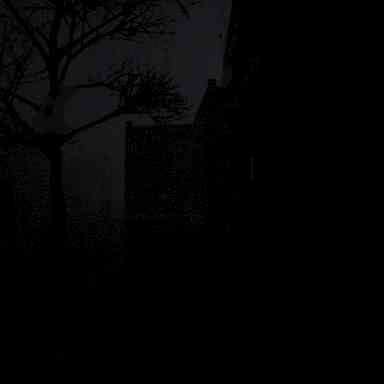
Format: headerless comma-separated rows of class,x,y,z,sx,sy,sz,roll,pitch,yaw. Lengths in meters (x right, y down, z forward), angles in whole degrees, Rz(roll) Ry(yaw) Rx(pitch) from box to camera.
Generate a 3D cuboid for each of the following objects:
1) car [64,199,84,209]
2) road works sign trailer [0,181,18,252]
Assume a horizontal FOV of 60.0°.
car,-17.720,1.762,48.876,1.994,1.385,4.181,1,0,16
road works sign trailer,-7.742,0.943,10.855,3.560,2.380,2.880,-4,2,-9
